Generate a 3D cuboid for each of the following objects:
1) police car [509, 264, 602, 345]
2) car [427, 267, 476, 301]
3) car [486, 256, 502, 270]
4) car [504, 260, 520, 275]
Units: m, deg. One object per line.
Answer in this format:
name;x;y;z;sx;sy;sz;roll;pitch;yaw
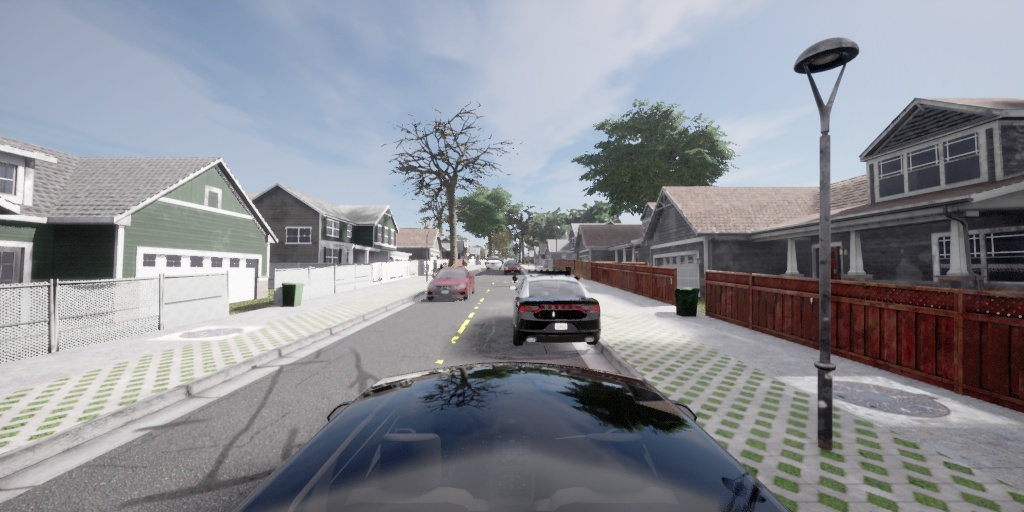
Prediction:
police car;0.964;1.178;9.624;1.930;1.638;5.238;0;0;0
car;-2.849;1.280;17.592;1.812;1.442;4.674;0;0;0
car;-2.744;1.062;54.301;2.150;2.045;5.566;0;0;0
car;0.085;1.379;39.520;1.895;1.301;4.718;0;0;0
